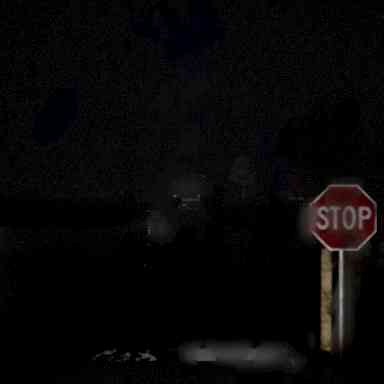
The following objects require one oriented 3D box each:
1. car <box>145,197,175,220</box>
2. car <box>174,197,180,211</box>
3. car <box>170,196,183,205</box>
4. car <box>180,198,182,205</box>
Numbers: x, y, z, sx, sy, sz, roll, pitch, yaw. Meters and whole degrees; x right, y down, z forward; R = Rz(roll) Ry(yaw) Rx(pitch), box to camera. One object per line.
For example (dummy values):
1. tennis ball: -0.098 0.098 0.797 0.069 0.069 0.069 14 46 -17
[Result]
1. car: -2.853 1.489 28.360 2.128 1.511 4.902 0 0 0
2. car: -2.848 1.559 39.516 1.994 1.385 4.181 0 0 0
3. car: -2.774 1.559 60.768 2.033 1.411 5.357 0 0 0
4. car: -2.843 1.494 50.111 2.128 1.511 4.902 0 0 0
